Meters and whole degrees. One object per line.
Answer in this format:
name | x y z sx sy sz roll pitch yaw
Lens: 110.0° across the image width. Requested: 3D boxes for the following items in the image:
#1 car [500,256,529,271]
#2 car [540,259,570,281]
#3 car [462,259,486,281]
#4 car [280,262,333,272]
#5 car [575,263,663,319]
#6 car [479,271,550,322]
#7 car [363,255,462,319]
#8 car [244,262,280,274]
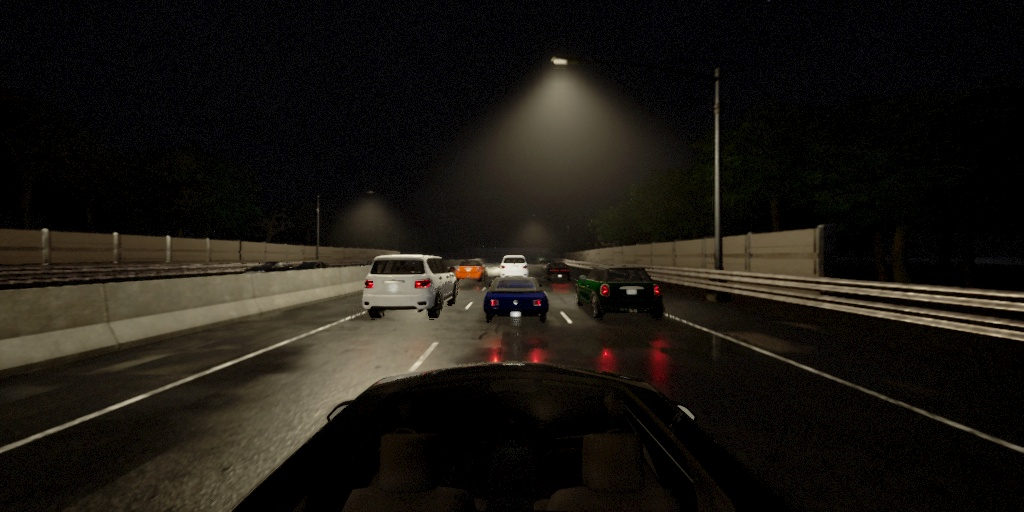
car | 0.177 0.983 28.905 2.150 2.045 5.566 0 0 0
car | 3.684 1.267 29.908 1.837 1.490 4.892 0 0 0
car | -3.319 1.113 29.526 2.097 1.767 4.553 0 0 0
car | -17.495 1.266 31.287 1.837 1.490 4.892 0 0 0
car | 3.615 1.107 12.936 2.097 1.767 4.553 0 0 0
car | 0.113 1.355 12.348 1.895 1.301 4.718 0 0 0
car | -3.386 0.975 12.933 2.150 2.045 5.566 0 0 0
car | -20.996 1.251 31.273 2.128 1.511 4.902 0 0 0
